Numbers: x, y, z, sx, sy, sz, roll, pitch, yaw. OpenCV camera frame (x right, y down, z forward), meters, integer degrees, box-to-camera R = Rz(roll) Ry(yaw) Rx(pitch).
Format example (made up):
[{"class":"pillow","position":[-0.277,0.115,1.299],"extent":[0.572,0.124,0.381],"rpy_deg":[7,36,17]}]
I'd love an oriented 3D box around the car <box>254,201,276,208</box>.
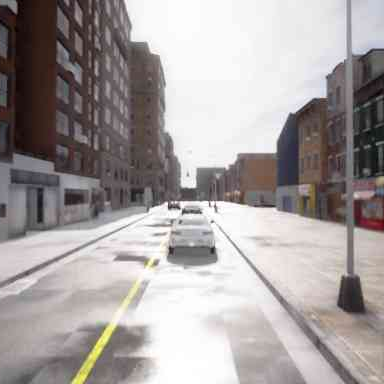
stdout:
[{"class":"car","position":[13.214,2.279,59.136],"extent":[4.313,1.339,1.947],"rpy_deg":[0,-1,0]}]

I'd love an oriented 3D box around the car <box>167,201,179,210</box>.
[{"class":"car","position":[-2.757,2.108,51.620],"extent":[1.895,1.301,4.718],"rpy_deg":[0,-1,0]}]

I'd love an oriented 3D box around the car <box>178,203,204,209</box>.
[{"class":"car","position":[0.001,1.798,29.293],"extent":[1.837,1.490,4.892],"rpy_deg":[0,0,0]}]

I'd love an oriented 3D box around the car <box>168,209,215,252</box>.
[{"class":"car","position":[0.004,1.669,14.391],"extent":[1.812,1.442,4.674],"rpy_deg":[0,0,0]}]
